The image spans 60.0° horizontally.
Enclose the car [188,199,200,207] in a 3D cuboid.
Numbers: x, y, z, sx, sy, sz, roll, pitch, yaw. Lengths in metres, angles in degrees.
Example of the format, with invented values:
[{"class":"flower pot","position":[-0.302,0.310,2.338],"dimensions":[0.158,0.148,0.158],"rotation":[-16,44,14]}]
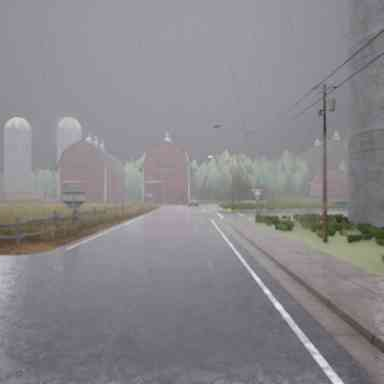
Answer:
[{"class":"car","position":[0.374,2.201,65.597],"dimensions":[1.812,1.442,4.674],"rotation":[0,0,3]}]

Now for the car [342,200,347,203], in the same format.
[{"class":"car","position":[32.197,2.298,67.846],"dimensions":[1.895,1.301,4.718],"rotation":[0,-1,-29]}]
